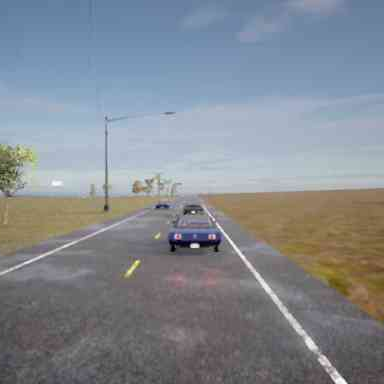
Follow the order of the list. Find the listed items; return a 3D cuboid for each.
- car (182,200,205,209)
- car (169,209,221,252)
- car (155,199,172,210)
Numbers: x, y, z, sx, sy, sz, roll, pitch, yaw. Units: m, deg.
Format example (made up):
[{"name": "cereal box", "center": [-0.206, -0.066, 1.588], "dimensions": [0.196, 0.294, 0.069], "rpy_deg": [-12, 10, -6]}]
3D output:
[{"name": "car", "center": [0.113, 1.507, 31.415], "dimensions": [1.837, 1.490, 4.892], "rpy_deg": [0, 0, 0]}, {"name": "car", "center": [0.107, 1.602, 13.940], "dimensions": [1.895, 1.301, 4.718], "rpy_deg": [0, 0, 0]}, {"name": "car", "center": [-3.574, 1.604, 42.037], "dimensions": [1.895, 1.301, 4.718], "rpy_deg": [0, 0, 0]}]
